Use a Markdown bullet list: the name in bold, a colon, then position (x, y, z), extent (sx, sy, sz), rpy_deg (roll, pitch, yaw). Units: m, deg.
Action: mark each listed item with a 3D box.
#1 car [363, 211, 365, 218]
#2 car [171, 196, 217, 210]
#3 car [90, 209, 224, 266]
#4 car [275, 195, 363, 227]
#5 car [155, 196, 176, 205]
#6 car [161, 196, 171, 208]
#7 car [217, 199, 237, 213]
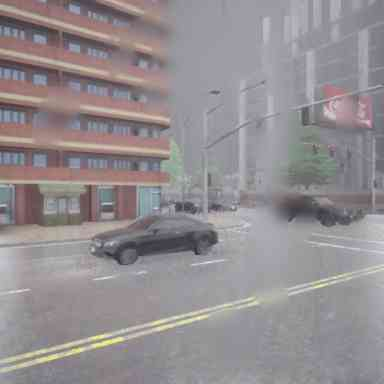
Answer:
- **car**: position (10.712, 1.601, 25.784), extent (1.895, 1.301, 4.718), rpy_deg (0, 0, -35)
- **car**: position (0.109, 1.352, 34.822), extent (2.097, 1.767, 4.553), rpy_deg (0, 0, -35)
- **car**: position (-1.166, 1.526, 11.687), extent (4.674, 1.442, 1.812), rpy_deg (0, 0, -35)
- **car**: position (8.365, 1.223, 23.033), extent (2.150, 2.045, 5.566), rpy_deg (0, 0, -35)
- **car**: position (-4.919, 1.526, 60.662), extent (1.812, 1.442, 4.674), rpy_deg (0, 0, -35)
- **car**: position (-5.091, 1.351, 48.363), extent (2.097, 1.767, 4.553), rpy_deg (0, 0, -35)
- **car**: position (2.952, 1.492, 36.864), extent (2.128, 1.511, 4.902), rpy_deg (0, 0, -35)
